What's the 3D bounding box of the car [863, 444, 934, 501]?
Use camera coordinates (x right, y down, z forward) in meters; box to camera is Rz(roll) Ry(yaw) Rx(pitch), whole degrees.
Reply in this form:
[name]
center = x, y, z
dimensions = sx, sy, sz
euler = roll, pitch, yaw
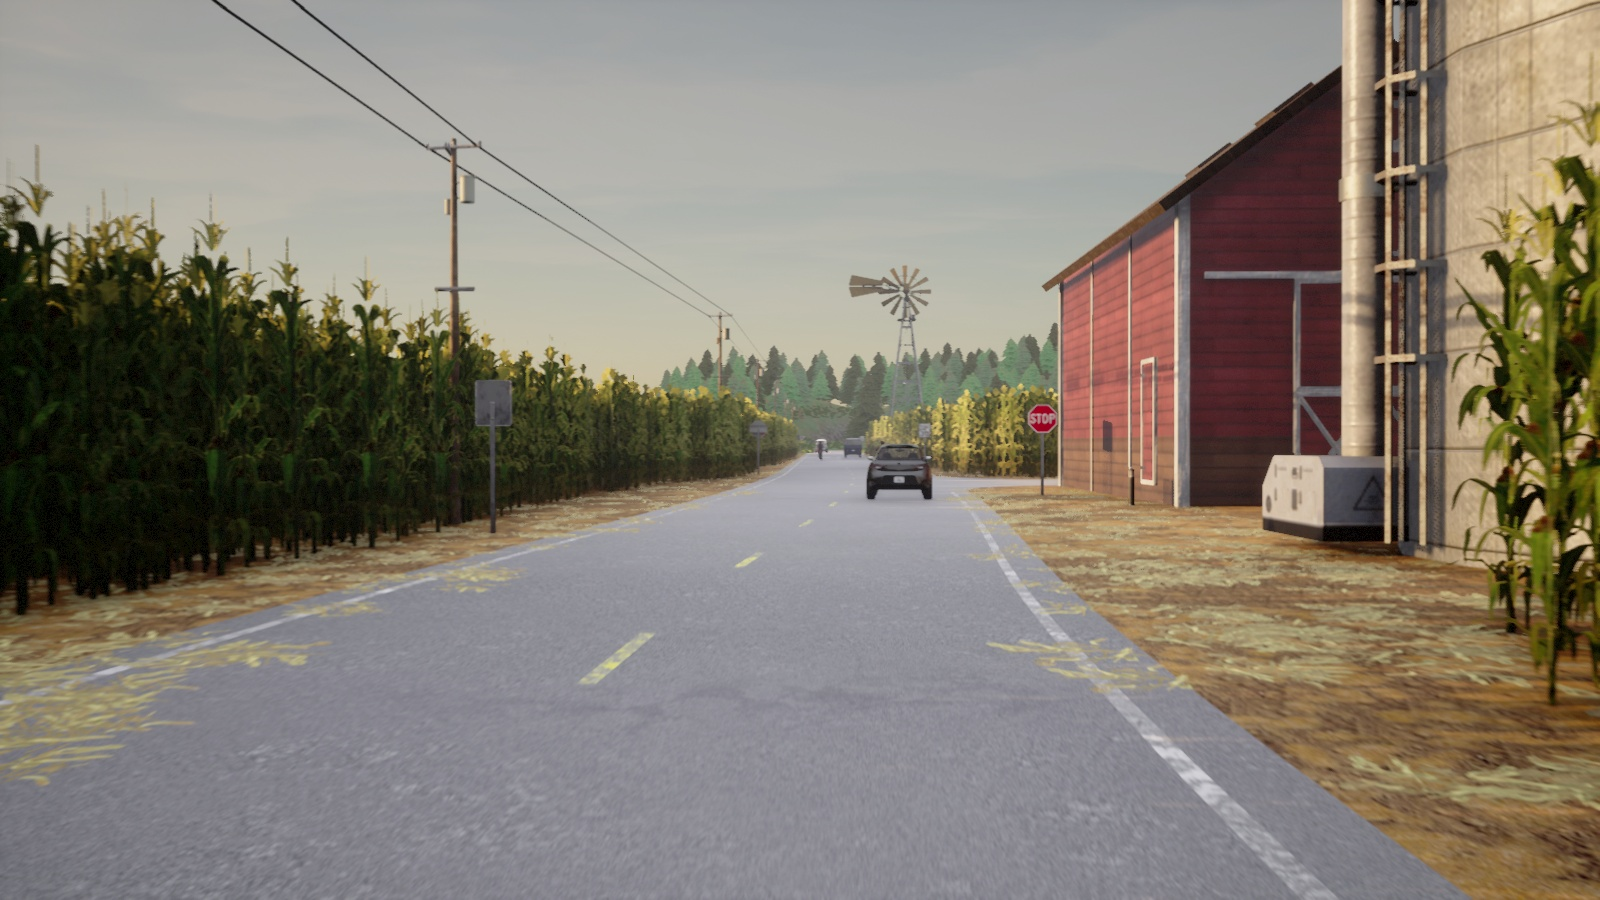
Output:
[car]
center = 2.711, 0.569, 34.429
dimensions = 1.816, 1.474, 4.193
euler = 0, 0, 5
